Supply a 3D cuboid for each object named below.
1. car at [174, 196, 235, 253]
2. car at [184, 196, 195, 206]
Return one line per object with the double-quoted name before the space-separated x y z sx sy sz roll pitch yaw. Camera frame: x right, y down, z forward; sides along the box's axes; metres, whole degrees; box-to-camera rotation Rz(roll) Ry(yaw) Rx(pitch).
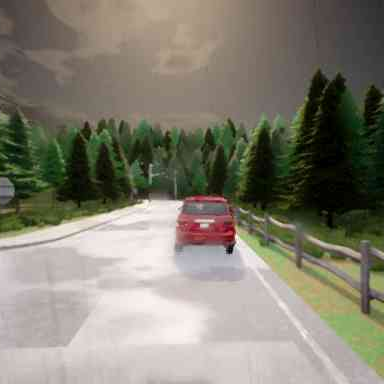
"car" 0.531 1.217 13.750 2.150 2.045 5.566 1 0 3
"car" -0.407 1.500 57.054 1.837 1.490 4.892 0 0 -1
